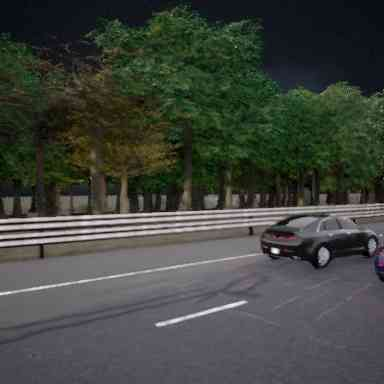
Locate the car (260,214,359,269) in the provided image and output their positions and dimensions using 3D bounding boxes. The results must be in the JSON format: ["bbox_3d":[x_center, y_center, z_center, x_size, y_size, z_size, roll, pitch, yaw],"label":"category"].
[{"bbox_3d":[4.430,1.504,11.234,4.892,1.490,1.837,0,0,-36],"label":"car"}]

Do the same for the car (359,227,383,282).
[{"bbox_3d":[6.371,1.526,8.324,4.674,1.442,1.812,0,0,-35],"label":"car"}]
